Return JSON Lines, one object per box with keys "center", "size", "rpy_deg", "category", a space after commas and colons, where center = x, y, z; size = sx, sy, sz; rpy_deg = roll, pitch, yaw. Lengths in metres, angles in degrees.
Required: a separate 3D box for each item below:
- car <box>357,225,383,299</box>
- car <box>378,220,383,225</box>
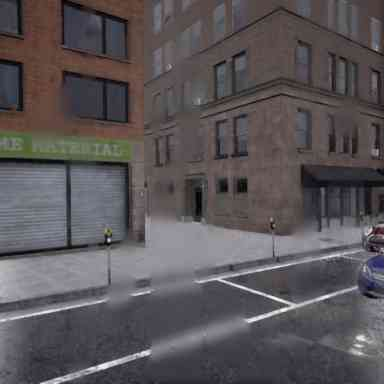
{"center": [5.543, 1.524, 7.295], "size": [4.674, 1.442, 1.812], "rpy_deg": [0, 0, -35], "category": "car"}
{"center": [8.157, 1.439, 12.428], "size": [4.097, 1.590, 1.967], "rpy_deg": [0, -1, -35], "category": "car"}
